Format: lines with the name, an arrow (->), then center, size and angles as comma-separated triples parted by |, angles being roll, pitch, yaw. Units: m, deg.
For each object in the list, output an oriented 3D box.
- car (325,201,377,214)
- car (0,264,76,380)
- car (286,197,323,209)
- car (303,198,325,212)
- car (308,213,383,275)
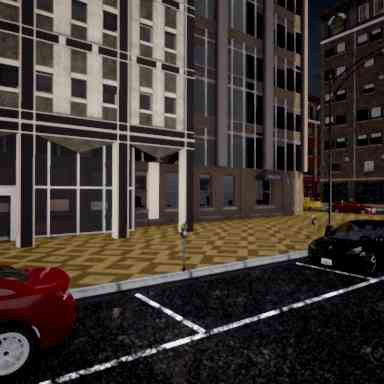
car -> 15.550, 1.522, 32.189 | 1.802, 1.307, 4.206 | 0, 0, -36
car -> -3.740, 1.545, 3.885 | 4.507, 1.381, 1.887 | 0, 0, -36
car -> 15.634, 1.484, 46.415 | 1.752, 1.417, 4.829 | 0, 0, -36
car -> 12.341, 1.455, 36.647 | 1.752, 1.417, 4.829 | 0, 0, -36
car -> 5.509, 1.563, 10.510 | 4.313, 1.339, 1.947 | 0, 0, -36
